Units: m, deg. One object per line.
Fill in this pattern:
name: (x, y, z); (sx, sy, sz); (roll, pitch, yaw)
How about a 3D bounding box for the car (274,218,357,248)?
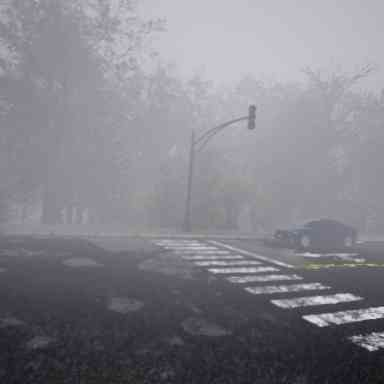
car: (6.938, 2.216, 18.579); (5.008, 1.535, 1.882); (5, -1, -24)
